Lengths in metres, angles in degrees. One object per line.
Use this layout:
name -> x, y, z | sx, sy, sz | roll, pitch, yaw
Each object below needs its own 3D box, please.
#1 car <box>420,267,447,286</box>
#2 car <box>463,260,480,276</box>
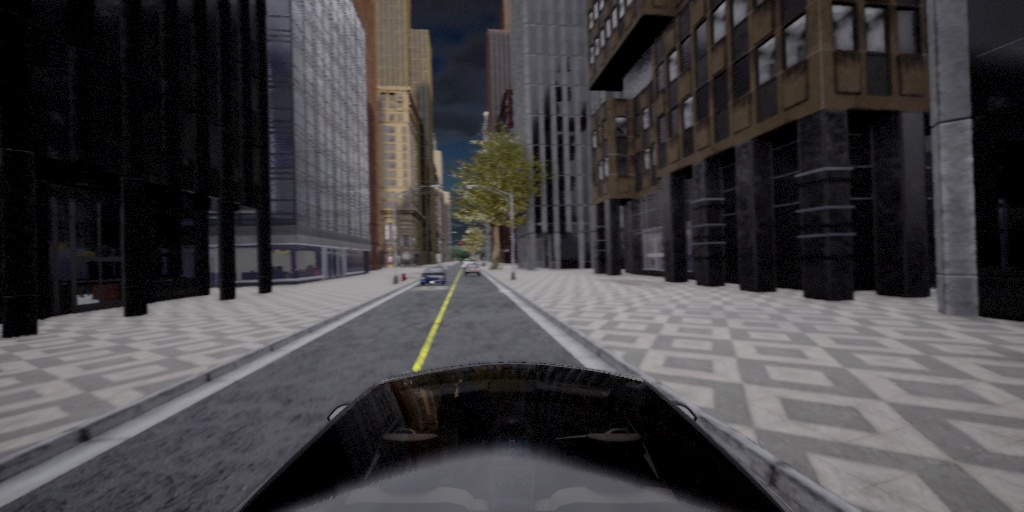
car -> -6.202, 1.560, 28.896 | 2.033, 1.411, 5.357 | -2, 0, -7
car -> -4.700, 1.583, 42.403 | 2.033, 1.411, 5.357 | -2, 0, -7
